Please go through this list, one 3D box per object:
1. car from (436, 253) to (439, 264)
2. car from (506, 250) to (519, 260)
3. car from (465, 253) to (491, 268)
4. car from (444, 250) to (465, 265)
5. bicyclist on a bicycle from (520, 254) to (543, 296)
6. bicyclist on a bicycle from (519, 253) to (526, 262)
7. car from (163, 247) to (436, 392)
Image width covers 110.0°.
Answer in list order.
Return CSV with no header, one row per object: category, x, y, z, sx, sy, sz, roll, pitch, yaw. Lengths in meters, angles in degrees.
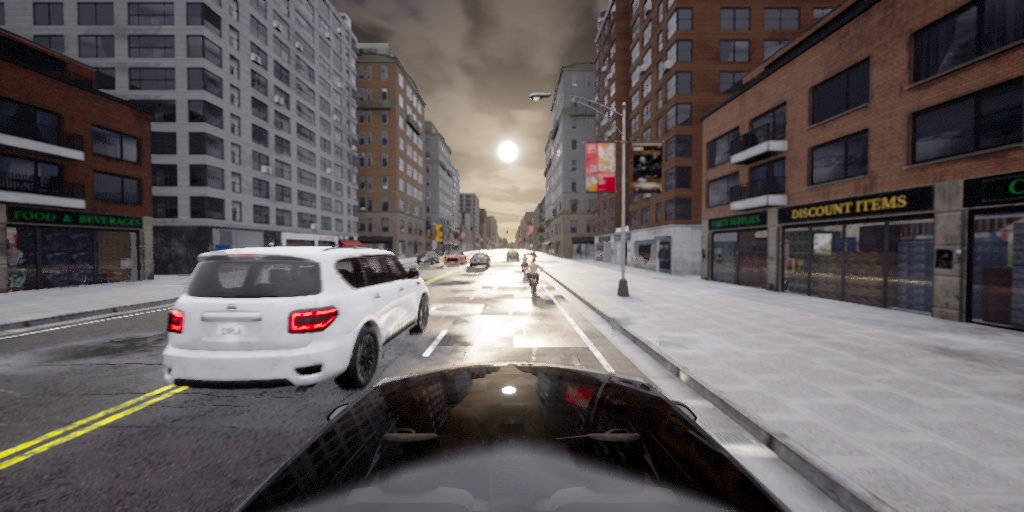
car,-9.826,0.227,42.088,2.128,1.511,4.902,0,1,0
car,0.107,-0.126,56.098,2.128,1.511,4.902,0,1,0
car,-3.143,0.432,36.103,2.033,1.411,5.357,0,1,0
car,-6.577,0.097,41.698,2.097,1.767,4.553,0,1,0
bicyclist on a bicycle,0.912,0.847,15.189,0.866,1.612,1.509,0,1,0
bicyclist on a bicycle,0.880,0.609,24.624,0.866,1.612,1.509,0,1,0
car,-3.149,0.846,6.699,2.150,2.045,5.566,0,2,0
